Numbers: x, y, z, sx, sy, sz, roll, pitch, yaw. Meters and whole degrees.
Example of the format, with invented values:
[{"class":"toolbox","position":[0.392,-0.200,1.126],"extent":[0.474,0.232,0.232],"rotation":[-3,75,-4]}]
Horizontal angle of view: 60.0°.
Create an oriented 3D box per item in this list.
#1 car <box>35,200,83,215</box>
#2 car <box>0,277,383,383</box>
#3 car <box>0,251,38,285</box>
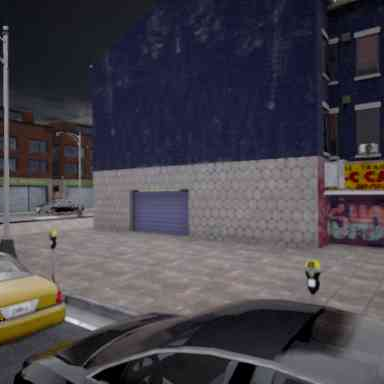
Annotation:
[{"class":"car","position":[-13.558,1.544,34.205],"extent":[2.128,1.511,4.902],"rotation":[-1,0,36]},{"class":"car","position":[0.414,1.567,2.519],"extent":[4.313,1.339,1.947],"rotation":[0,0,36]},{"class":"car","position":[-4.175,1.539,5.804],"extent":[4.829,1.417,1.752],"rotation":[0,0,36]}]
